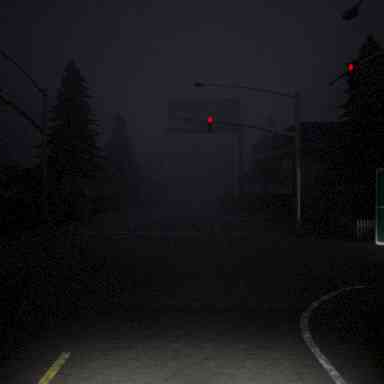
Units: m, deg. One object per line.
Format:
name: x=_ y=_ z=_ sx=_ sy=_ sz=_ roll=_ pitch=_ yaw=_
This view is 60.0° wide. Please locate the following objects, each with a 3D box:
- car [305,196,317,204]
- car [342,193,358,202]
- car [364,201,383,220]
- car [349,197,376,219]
car: x=22.529 y=1.551 z=64.042 sx=1.970 sy=1.475 sz=3.806 roll=0 pitch=0 yaw=0
car: x=34.936 y=1.488 z=71.829 sx=2.007 sy=1.523 sz=4.514 roll=0 pitch=0 yaw=0
car: x=18.707 y=1.671 z=30.647 sx=4.611 sy=1.667 sz=2.242 roll=0 pitch=0 yaw=0
car: x=14.378 y=1.504 z=24.979 sx=3.866 sy=1.878 sz=1.905 roll=0 pitch=0 yaw=0
